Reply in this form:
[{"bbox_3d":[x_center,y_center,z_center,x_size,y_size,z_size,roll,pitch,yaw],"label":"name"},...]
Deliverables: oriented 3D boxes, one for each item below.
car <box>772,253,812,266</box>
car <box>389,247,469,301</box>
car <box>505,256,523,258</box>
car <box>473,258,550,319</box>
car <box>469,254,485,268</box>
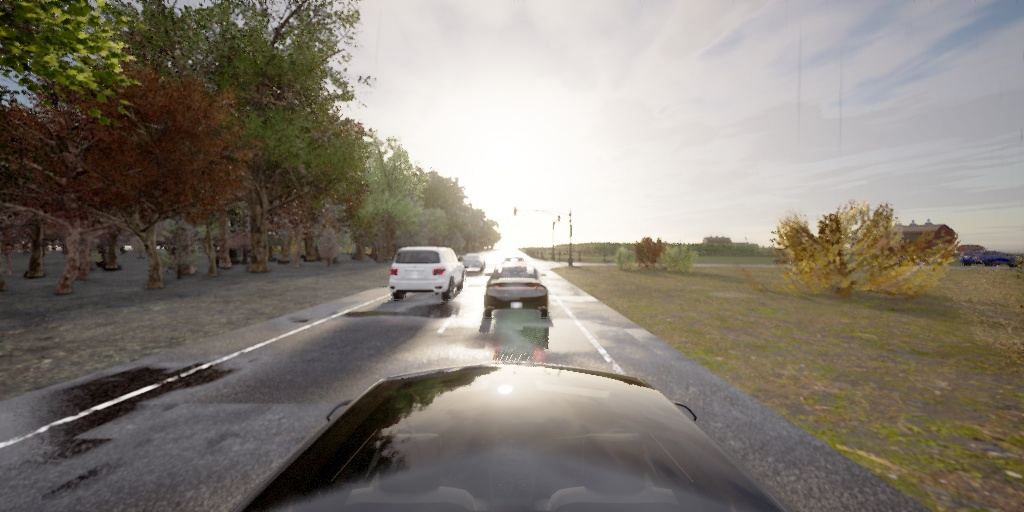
[{"bbox_3d":[37.687,0.380,48.191,4.553,1.767,2.097,1,1,1],"label":"car"},{"bbox_3d":[-3.369,0.632,15.131,2.150,2.045,5.566,0,2,0],"label":"car"},{"bbox_3d":[0.157,0.694,25.474,2.033,1.411,5.357,0,1,0],"label":"car"},{"bbox_3d":[0.122,0.990,11.647,2.128,1.511,4.902,0,2,0],"label":"car"},{"bbox_3d":[-3.328,0.526,31.186,1.812,1.442,4.674,0,1,0],"label":"car"}]
